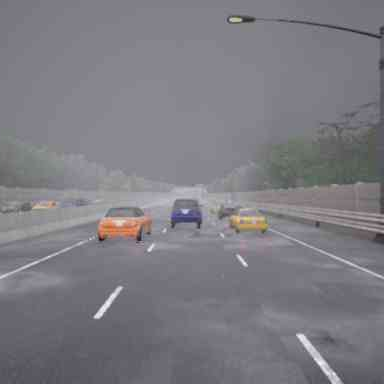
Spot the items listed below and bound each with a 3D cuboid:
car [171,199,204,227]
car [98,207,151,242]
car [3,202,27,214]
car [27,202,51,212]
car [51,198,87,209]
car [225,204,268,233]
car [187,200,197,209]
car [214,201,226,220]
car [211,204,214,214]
[{"bbox_3d":[-0.346,1.516,25.214,2.150,2.045,5.566,0,0,2],"label":"car"},{"bbox_3d":[-3.419,1.557,17.686,2.097,1.767,4.553,0,-1,0],"label":"car"},{"bbox_3d":[-21.141,1.996,40.767,1.837,1.490,4.892,0,-1,0],"label":"car"},{"bbox_3d":[-17.641,1.965,40.467,1.882,1.535,5.008,0,-1,0],"label":"car"},{"bbox_3d":[-14.141,1.693,39.280,2.150,2.045,5.566,0,-1,0],"label":"car"},{"bbox_3d":[3.477,1.702,21.245,1.801,1.575,5.366,0,-1,0],"label":"car"},{"bbox_3d":[0.005,2.260,62.503,1.882,1.535,5.008,0,-1,0],"label":"car"},{"bbox_3d":[3.465,1.881,32.057,1.837,1.490,4.892,0,-1,0],"label":"car"},{"bbox_3d":[3.453,1.977,43.249,1.801,1.575,5.366,0,-1,0],"label":"car"}]
